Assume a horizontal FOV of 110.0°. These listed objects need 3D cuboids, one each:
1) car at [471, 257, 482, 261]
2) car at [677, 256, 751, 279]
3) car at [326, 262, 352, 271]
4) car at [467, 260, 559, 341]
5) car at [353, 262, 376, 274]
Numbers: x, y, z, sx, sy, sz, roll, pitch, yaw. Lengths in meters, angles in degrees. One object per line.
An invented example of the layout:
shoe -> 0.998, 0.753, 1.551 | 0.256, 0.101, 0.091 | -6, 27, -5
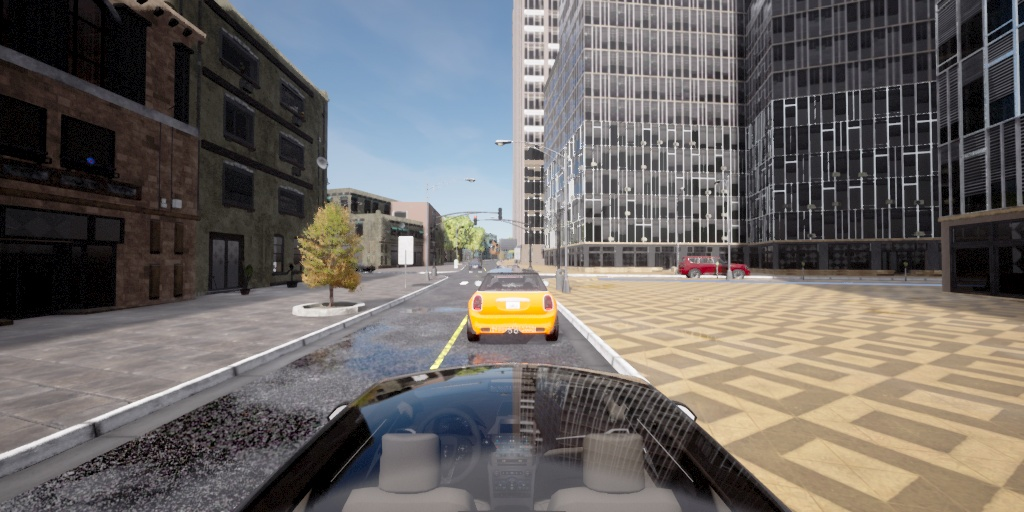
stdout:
car -> -5.262, 1.287, 51.230 | 1.812, 1.442, 4.674 | 0, 0, -6
car -> 15.742, 0.938, 28.257 | 5.009, 1.841, 2.192 | 0, 0, 18
car -> -20.589, 1.317, 40.141 | 4.313, 1.339, 1.948 | 0, 0, 18
car -> 0.003, 1.105, 10.002 | 2.097, 1.767, 4.553 | 0, 0, 0
car -> -18.415, 1.388, 42.040 | 4.718, 1.301, 1.895 | 0, -1, 18
